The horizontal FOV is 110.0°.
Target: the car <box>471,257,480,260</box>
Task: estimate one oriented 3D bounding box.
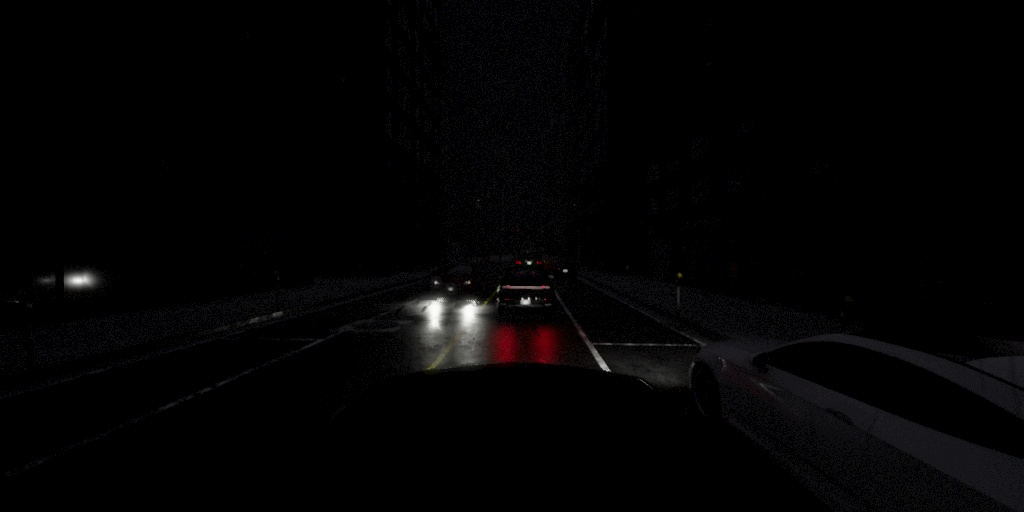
[{"bbox_3d":[-4.433,0.951,32.998,1.948,1.339,4.313,0,0,3],"label":"car"}]

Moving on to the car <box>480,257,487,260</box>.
[{"bbox_3d":[-4.182,0.876,38.497,2.007,1.370,4.403,0,0,3],"label":"car"}]

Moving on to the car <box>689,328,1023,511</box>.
[{"bbox_3d":[3.105,1.273,2.679,1.812,1.442,4.674,0,1,3],"label":"car"}]

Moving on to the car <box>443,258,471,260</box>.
[{"bbox_3d":[-4.684,0.885,27.499,1.967,1.591,4.097,0,0,3],"label":"car"}]

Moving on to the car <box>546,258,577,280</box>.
[{"bbox_3d":[3.832,1.040,27.110,1.948,1.339,4.313,0,0,3],"label":"car"}]

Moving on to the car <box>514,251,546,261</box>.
[{"bbox_3d":[1.338,0.648,30.337,2.150,2.045,5.566,0,0,0],"label":"car"}]

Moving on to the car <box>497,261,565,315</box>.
[{"bbox_3d":[0.522,1.115,12.994,2.128,1.511,4.902,0,1,3],"label":"car"}]

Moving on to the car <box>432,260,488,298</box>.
[{"bbox_3d":[-2.476,1.090,17.392,1.812,1.442,4.674,0,1,3],"label":"car"}]
